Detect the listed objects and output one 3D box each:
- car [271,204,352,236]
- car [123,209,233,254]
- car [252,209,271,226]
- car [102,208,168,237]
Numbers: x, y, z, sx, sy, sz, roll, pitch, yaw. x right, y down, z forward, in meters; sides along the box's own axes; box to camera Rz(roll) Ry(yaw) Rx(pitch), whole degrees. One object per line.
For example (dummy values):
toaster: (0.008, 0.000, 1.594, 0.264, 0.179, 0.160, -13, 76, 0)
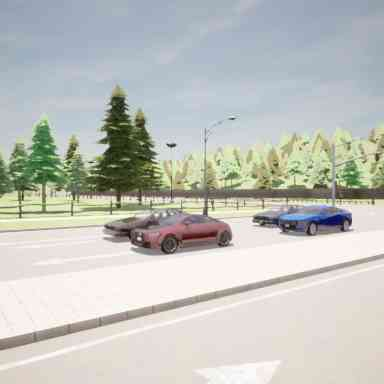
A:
car: (6.990, 1.478, 18.700, 5.008, 1.535, 1.882, 0, 0, -35)
car: (-0.345, 1.564, 13.546, 4.181, 1.385, 1.994, 0, 0, -36)
car: (6.531, 1.547, 22.643, 5.357, 1.411, 2.033, 0, 0, -35)
car: (-1.705, 1.547, 16.869, 5.357, 1.411, 2.033, 0, 0, -35)
